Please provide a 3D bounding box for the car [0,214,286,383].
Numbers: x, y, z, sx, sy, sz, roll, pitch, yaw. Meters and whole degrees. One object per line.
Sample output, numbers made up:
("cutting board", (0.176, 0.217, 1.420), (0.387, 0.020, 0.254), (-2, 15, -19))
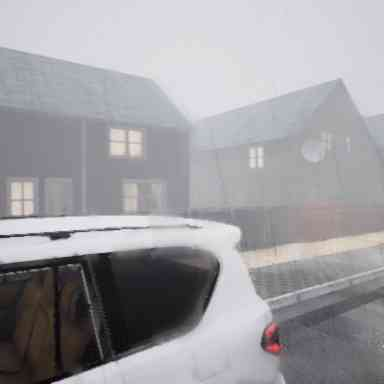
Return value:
("car", (-1.900, 1.223, 1.716), (5.566, 2.045, 2.150), (0, 0, -36))
